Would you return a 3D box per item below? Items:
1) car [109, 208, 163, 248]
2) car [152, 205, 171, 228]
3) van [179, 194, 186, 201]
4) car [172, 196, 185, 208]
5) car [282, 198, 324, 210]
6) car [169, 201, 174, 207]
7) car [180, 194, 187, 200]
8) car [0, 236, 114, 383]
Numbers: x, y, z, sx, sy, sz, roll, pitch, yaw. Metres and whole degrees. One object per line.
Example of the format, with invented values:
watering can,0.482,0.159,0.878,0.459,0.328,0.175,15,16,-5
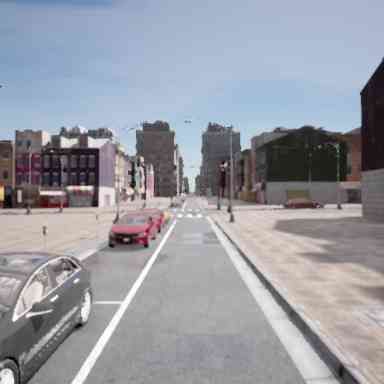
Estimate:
car,-2.633,1.683,15.587,1.887,1.381,4.507,1,0,0
car,-2.634,1.711,21.122,1.887,1.381,4.507,1,0,0
van,-2.653,1.523,93.299,1.690,1.788,3.998,1,0,0
car,-2.642,1.752,53.758,2.008,1.369,4.403,1,0,0
car,12.877,1.400,38.627,4.674,1.442,1.812,-1,-1,0
car,-2.634,1.708,26.487,1.752,1.417,4.829,1,0,0
car,-2.650,1.731,76.354,1.887,1.381,4.507,1,0,0
car,-2.632,1.601,4.515,2.008,1.369,4.403,1,-1,0
